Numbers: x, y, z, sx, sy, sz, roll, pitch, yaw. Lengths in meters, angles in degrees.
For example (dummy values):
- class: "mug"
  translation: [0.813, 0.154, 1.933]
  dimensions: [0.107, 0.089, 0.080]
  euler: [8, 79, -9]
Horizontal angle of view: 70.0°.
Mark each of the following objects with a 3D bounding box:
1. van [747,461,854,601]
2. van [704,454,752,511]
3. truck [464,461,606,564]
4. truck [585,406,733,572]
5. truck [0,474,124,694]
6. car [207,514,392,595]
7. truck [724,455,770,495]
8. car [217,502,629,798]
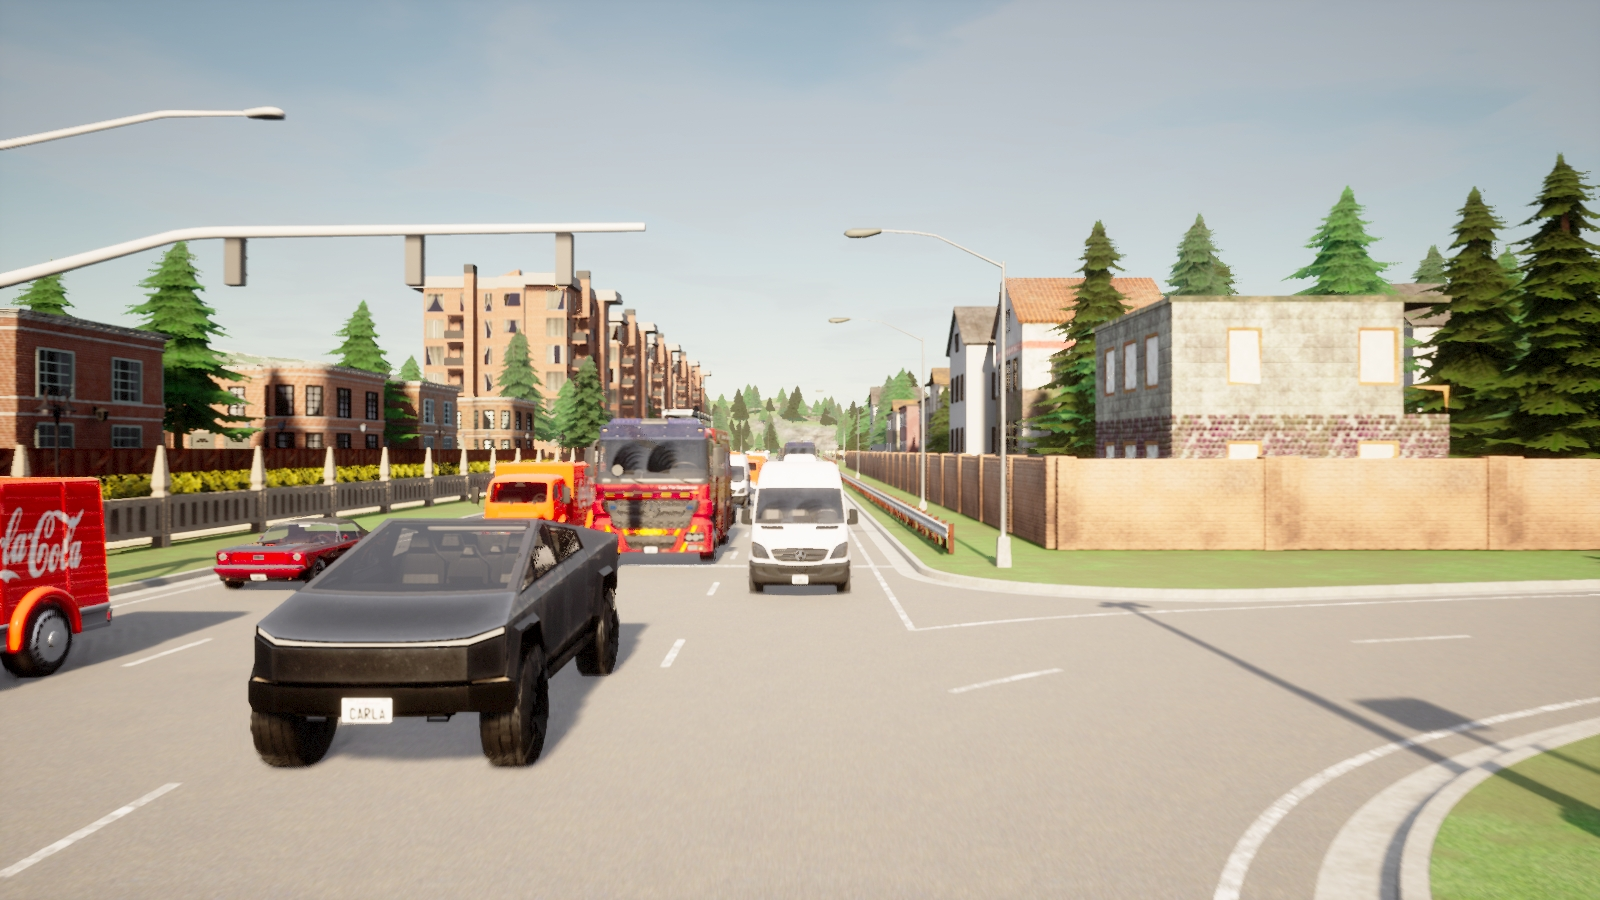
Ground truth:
- class: "van"
  translation: [0.000, 1.535, 24.158]
  dimensions: [1.988, 2.561, 5.915]
  euler: [0, 0, 0]
- class: "van"
  translation: [-3.498, 1.532, 56.509]
  dimensions: [1.988, 2.561, 5.915]
  euler: [0, 0, 0]
- class: "truck"
  translation: [-7.001, 1.565, 30.845]
  dimensions: [2.627, 2.467, 5.204]
  euler: [0, 0, 0]
- class: "truck"
  translation: [-3.496, 0.890, 30.541]
  dimensions: [2.891, 3.827, 8.468]
  euler: [0, 0, 0]
- class: "truck"
  translation: [-10.499, 1.567, 12.919]
  dimensions: [2.627, 2.467, 5.204]
  euler: [0, 0, 0]
- class: "car"
  translation: [-10.500, 2.155, 24.420]
  dimensions: [1.895, 1.301, 4.718]
  euler: [0, 0, 0]
- class: "truck"
  translation: [-3.393, 1.573, 74.067]
  dimensions: [2.627, 2.467, 5.204]
  euler: [0, 0, 1]
- class: "car"
  translation: [-3.503, 1.753, 12.340]
  dimensions: [2.390, 2.098, 6.274]
  euler: [0, 0, 0]
